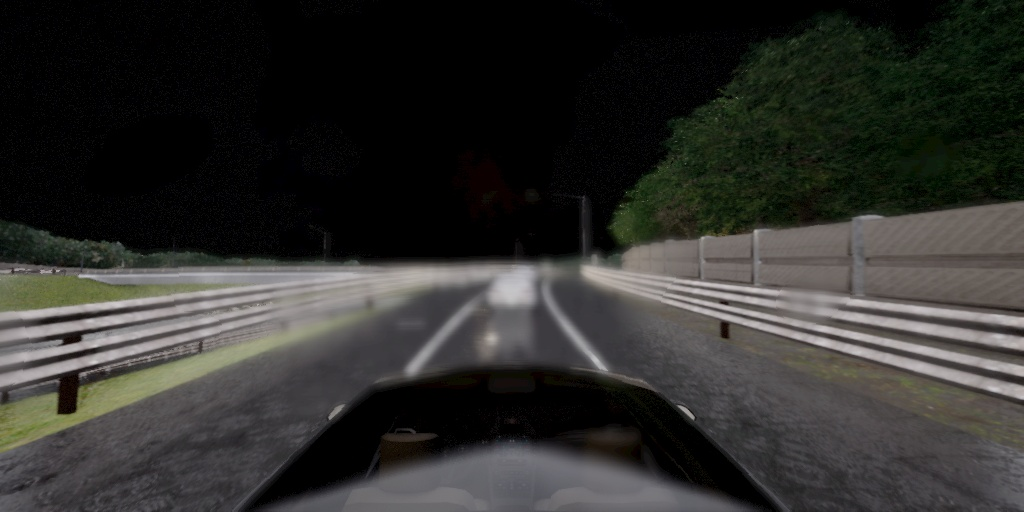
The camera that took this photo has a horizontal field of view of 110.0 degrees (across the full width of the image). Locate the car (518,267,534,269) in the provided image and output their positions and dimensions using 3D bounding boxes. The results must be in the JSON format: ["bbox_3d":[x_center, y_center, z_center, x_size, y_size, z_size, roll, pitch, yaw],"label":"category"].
[{"bbox_3d":[1.184,1.625,29.906,1.812,1.442,4.674,-1,-1,8],"label":"car"}]

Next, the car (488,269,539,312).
[{"bbox_3d":[0.079,1.445,15.060,1.812,1.442,4.674,0,0,2],"label":"car"}]
